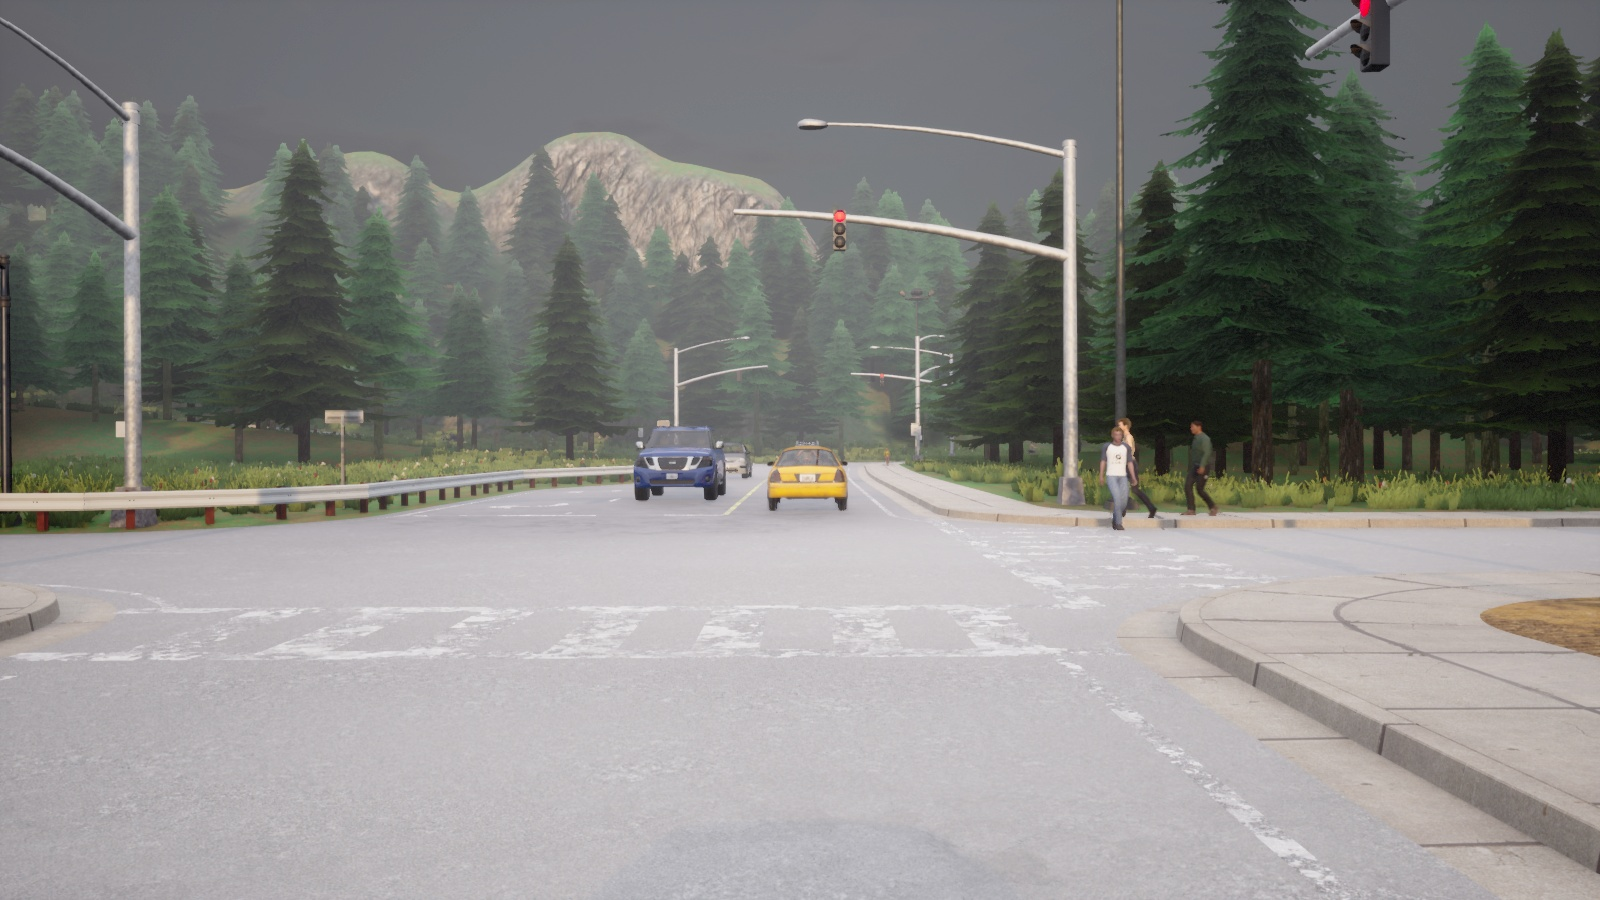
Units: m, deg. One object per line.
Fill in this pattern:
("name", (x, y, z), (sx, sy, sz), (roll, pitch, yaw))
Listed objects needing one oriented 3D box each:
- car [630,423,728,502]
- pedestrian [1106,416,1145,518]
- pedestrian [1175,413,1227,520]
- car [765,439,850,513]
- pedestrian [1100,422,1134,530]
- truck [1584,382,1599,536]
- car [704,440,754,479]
("car", (-3.293, 0.313, 35.272), (2.150, 2.045, 5.566), (0, 0, 0))
("pedestrian", (5.863, 0.302, 22.655), (0.594, 1.836, 0.345), (0, 0, -5))
("pedestrian", (7.331, 0.296, 22.976), (0.788, 1.949, 0.423), (0, 0, -13))
("car", (0.175, 0.546, 29.658), (1.801, 1.575, 5.366), (0, 0, 0))
("pedestrian", (5.461, 0.443, 21.643), (0.354, 1.836, 0.706), (0, 0, -4))
("truck", (15.396, 0.144, 19.161), (5.204, 2.467, 2.627), (0, 0, 1))
("car", (-3.092, 0.393, 55.359), (1.851, 1.617, 3.988), (0, 0, 2))
